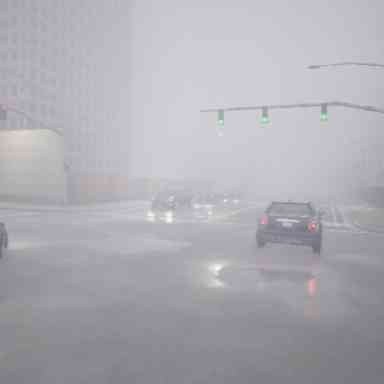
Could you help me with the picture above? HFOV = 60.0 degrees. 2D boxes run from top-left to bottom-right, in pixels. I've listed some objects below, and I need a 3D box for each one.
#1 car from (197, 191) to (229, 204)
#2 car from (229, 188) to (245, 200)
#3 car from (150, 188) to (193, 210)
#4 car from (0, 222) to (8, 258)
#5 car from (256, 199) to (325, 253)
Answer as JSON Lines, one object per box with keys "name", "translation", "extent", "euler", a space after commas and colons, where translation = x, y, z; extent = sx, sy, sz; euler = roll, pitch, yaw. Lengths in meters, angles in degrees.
{"name": "car", "translation": [2.176, 0.520, 36.672], "extent": [1.895, 1.301, 4.718], "euler": [2, 2, 22]}
{"name": "car", "translation": [6.086, 0.223, 46.076], "extent": [1.837, 1.490, 4.892], "euler": [2, 2, 23]}
{"name": "car", "translation": [-1.592, 0.468, 27.495], "extent": [2.097, 1.767, 4.553], "euler": [2, 2, 22]}
{"name": "car", "translation": [-5.676, 1.115, 7.544], "extent": [1.837, 1.490, 4.892], "euler": [3, 1, -15]}
{"name": "car", "translation": [3.902, 1.036, 12.728], "extent": [2.097, 1.767, 4.553], "euler": [2, 2, 22]}
